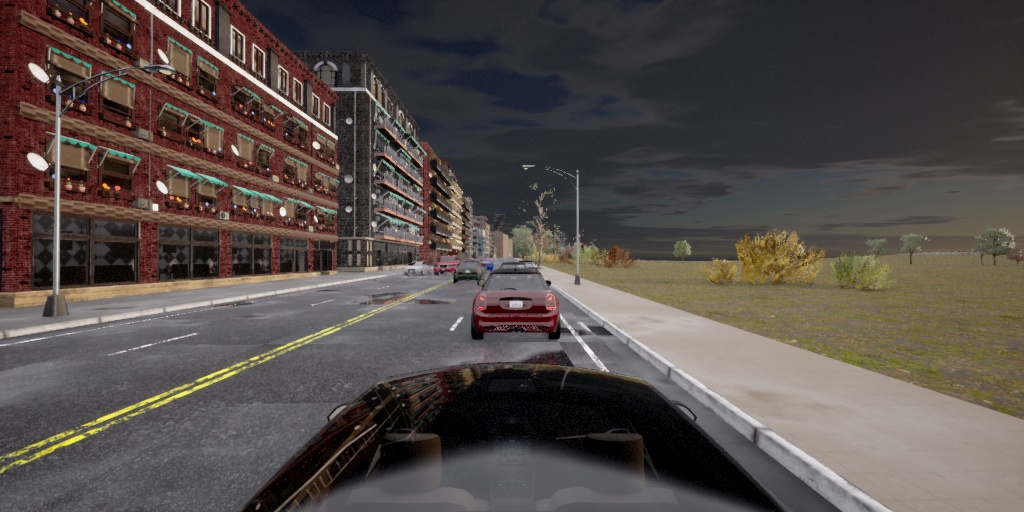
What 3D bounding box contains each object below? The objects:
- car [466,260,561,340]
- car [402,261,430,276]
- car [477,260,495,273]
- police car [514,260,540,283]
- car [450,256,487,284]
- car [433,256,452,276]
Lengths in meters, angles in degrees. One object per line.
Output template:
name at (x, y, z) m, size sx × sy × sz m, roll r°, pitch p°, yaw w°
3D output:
car at (0.084, 1.103, 10.169) m, size 2.097 × 1.767 × 4.553 m, roll 0°, pitch 0°, yaw 0°
car at (-9.887, 1.279, 37.460) m, size 1.812 × 1.442 × 4.674 m, roll 0°, pitch 0°, yaw 0°
car at (-3.190, 1.231, 44.523) m, size 1.882 × 1.535 × 5.008 m, roll 0°, pitch 0°, yaw 0°
police car at (1.110, 1.179, 29.437) m, size 1.930 × 1.638 × 5.238 m, roll 0°, pitch 0°, yaw 0°
car at (-3.166, 1.108, 27.372) m, size 2.097 × 1.767 × 4.553 m, roll 0°, pitch 0°, yaw -1°
car at (-6.636, 0.975, 37.392) m, size 2.150 × 2.045 × 5.566 m, roll 0°, pitch 0°, yaw 0°
